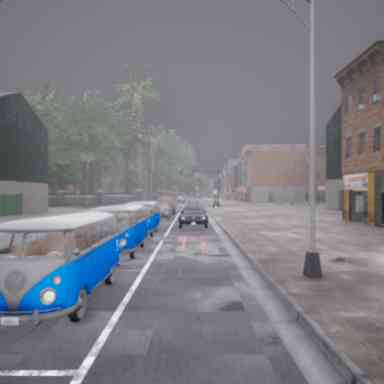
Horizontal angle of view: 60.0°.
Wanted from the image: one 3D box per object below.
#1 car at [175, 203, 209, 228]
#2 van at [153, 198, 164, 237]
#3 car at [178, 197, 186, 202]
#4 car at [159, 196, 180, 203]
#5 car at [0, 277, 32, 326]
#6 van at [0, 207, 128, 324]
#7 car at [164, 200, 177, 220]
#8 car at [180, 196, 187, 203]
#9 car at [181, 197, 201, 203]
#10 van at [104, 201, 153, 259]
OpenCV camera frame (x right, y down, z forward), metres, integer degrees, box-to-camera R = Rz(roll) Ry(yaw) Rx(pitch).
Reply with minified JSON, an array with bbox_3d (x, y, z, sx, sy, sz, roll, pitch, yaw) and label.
[{"bbox_3d":[0.092,1.650,22.613,1.895,1.301,4.718,0,0,0],"label":"car"},{"bbox_3d":[-2.645,1.380,17.853,1.690,1.788,3.998,0,0,0],"label":"van"},{"bbox_3d":[-2.675,1.966,89.458,1.802,1.307,4.206,0,0,0],"label":"car"},{"bbox_3d":[-2.652,1.393,34.245,2.192,1.841,5.009,0,0,0],"label":"car"},{"bbox_3d":[-2.639,1.585,1.459,1.802,1.307,4.206,0,0,0],"label":"car"},{"bbox_3d":[-2.641,1.356,6.924,1.690,1.788,3.998,0,0,0],"label":"van"},{"bbox_3d":[-2.649,1.614,28.781,2.008,1.369,4.403,0,0,0],"label":"car"},{"bbox_3d":[-2.669,1.703,72.393,1.967,1.590,4.097,0,0,0],"label":"car"},{"bbox_3d":[0.083,1.657,38.620,1.994,1.385,4.181,0,0,0],"label":"car"},{"bbox_3d":[-2.643,1.368,12.388,1.690,1.788,3.998,0,0,0],"label":"van"}]
